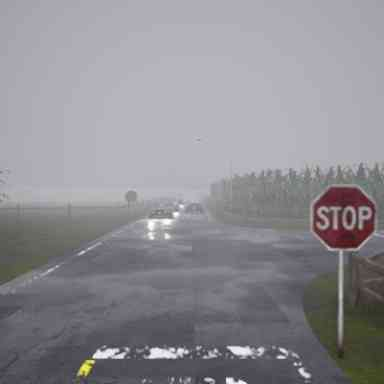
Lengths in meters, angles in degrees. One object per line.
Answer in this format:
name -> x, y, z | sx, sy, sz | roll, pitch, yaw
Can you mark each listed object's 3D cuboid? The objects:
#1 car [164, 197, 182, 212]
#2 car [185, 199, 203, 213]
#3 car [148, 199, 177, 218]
car -> -2.657, 1.361, 39.661 | 2.097, 1.767, 4.553 | 0, 0, 0
car -> 0.282, 1.534, 37.890 | 1.812, 1.442, 4.674 | 0, 0, 0
car -> -2.707, 1.572, 29.797 | 1.994, 1.385, 4.181 | 0, 0, 0
